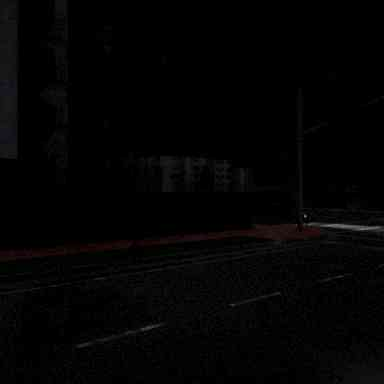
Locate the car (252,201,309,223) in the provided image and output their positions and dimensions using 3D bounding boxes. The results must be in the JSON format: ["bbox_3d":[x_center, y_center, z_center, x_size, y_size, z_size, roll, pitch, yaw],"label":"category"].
[{"bbox_3d":[6.746,1.491,26.051,2.128,1.511,4.902,0,0,-36],"label":"car"}]
